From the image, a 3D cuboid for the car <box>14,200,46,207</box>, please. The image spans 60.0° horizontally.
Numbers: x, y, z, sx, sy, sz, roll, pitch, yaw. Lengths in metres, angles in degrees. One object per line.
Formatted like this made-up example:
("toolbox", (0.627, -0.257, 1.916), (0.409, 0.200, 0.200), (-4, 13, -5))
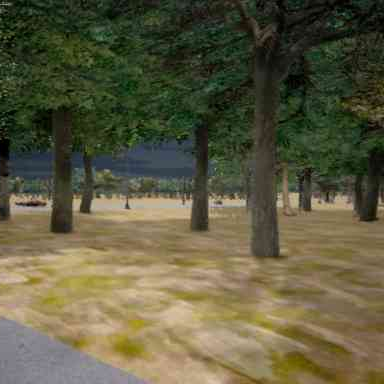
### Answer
("car", (-27.261, 1.914, 56.096), (1.895, 1.301, 4.718), (1, -1, 37))
